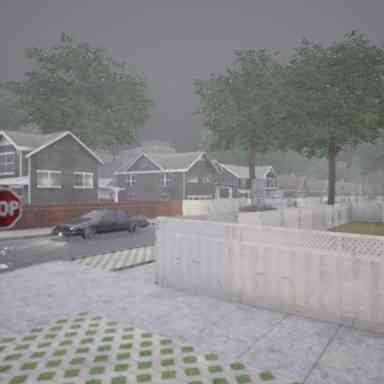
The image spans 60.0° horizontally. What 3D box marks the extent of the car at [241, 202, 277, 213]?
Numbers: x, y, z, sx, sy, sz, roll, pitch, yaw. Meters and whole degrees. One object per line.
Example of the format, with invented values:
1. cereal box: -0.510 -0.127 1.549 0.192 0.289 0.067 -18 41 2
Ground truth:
1. car: 6.988 1.744 34.180 2.033 1.411 5.357 0 0 35

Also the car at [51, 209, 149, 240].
1. car: -4.675 1.620 17.865 2.033 1.411 5.357 0 0 35
